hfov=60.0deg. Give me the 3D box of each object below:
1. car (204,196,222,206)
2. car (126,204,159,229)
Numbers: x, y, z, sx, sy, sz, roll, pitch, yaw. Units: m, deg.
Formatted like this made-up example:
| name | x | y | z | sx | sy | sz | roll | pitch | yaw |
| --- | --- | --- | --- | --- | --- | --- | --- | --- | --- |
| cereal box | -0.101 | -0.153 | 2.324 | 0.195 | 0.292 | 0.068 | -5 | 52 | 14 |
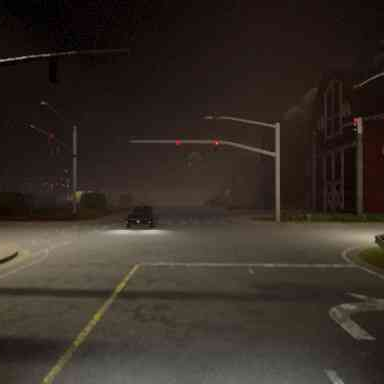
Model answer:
| name | x | y | z | sx | sy | sz | roll | pitch | yaw |
| --- | --- | --- | --- | --- | --- | --- | --- | --- | --- |
| car | 4.160 | 1.779 | 67.384 | 1.905 | 1.878 | 3.866 | -7 | 3 | -42 |
| car | -3.501 | 1.695 | 24.033 | 1.837 | 1.490 | 4.892 | 0 | 0 | 0 |
